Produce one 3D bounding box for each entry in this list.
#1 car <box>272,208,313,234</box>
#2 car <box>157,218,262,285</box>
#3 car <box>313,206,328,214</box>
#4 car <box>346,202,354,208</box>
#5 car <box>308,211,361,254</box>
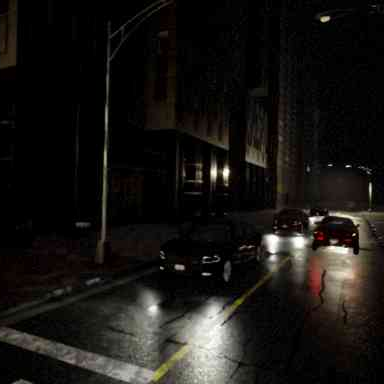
[{"bbox_3d":[6.797,1.890,22.704,1.882,1.535,5.008,1,-1,26],"label":"car"},{"bbox_3d":[0.794,1.609,10.329,1.882,1.535,5.008,1,-1,26],"label":"car"},{"bbox_3d":[15.364,2.375,40.178,1.994,1.385,4.181,1,-1,26],"label":"car"},{"bbox_3d":[40.821,3.380,85.792,1.882,1.535,5.008,1,-1,26],"label":"car"},{"bbox_3d":[6.708,1.859,15.423,1.812,1.442,4.674,1,-1,26],"label":"car"}]
